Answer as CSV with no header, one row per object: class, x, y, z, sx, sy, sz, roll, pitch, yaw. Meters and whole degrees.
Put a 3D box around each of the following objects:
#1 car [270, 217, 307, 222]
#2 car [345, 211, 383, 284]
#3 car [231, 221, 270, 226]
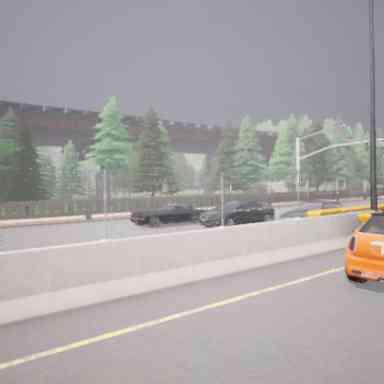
car,6.454,1.170,17.160,4.674,1.442,1.812,-2,1,-35
car,5.612,1.140,7.776,4.553,1.767,2.097,-2,1,-36
car,2.572,1.206,18.707,4.892,1.490,1.837,-1,1,-35
